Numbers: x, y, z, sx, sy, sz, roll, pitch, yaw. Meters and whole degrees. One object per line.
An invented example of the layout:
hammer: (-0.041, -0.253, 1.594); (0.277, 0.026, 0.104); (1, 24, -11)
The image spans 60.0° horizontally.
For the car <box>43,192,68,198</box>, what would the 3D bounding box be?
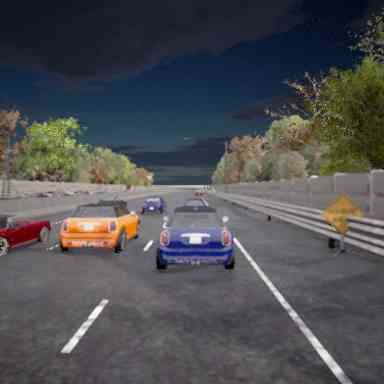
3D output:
car: (-20.747, 0.779, 52.127); (2.128, 1.511, 4.902); (0, 1, 1)

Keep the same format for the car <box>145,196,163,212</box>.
car: (-3.251, 1.113, 29.311); (1.812, 1.442, 4.674); (0, 1, 1)

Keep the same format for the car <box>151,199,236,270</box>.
car: (0.118, 1.199, 10.552); (2.097, 1.767, 4.553); (0, 1, 1)

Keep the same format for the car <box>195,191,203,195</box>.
car: (1.701, 0.417, 80.235); (1.882, 1.535, 5.008); (0, 1, 0)

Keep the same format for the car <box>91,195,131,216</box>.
car: (-6.763, 1.092, 28.346); (2.128, 1.511, 4.902); (0, 1, 1)

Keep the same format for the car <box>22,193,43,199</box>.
car: (-24.248, 0.843, 51.467); (2.033, 1.411, 5.357); (0, 1, 1)

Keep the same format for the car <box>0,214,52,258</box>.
car: (-6.866, 1.426, 11.925); (1.895, 1.301, 4.718); (0, 1, 1)

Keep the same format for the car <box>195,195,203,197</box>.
car: (0.190, 1.199, 24.579); (2.033, 1.411, 5.357); (0, 1, 1)

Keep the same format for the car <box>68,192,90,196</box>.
car: (-17.251, 0.791, 52.238); (1.837, 1.490, 4.892); (0, 1, 1)

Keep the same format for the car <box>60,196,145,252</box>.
car: (-3.354, 1.161, 13.012); (2.097, 1.767, 4.553); (0, 1, 1)

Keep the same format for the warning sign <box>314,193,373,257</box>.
warning sign: (4.610, 0.966, 10.217); (1.300, 1.860, 1.060); (0, 1, 0)
